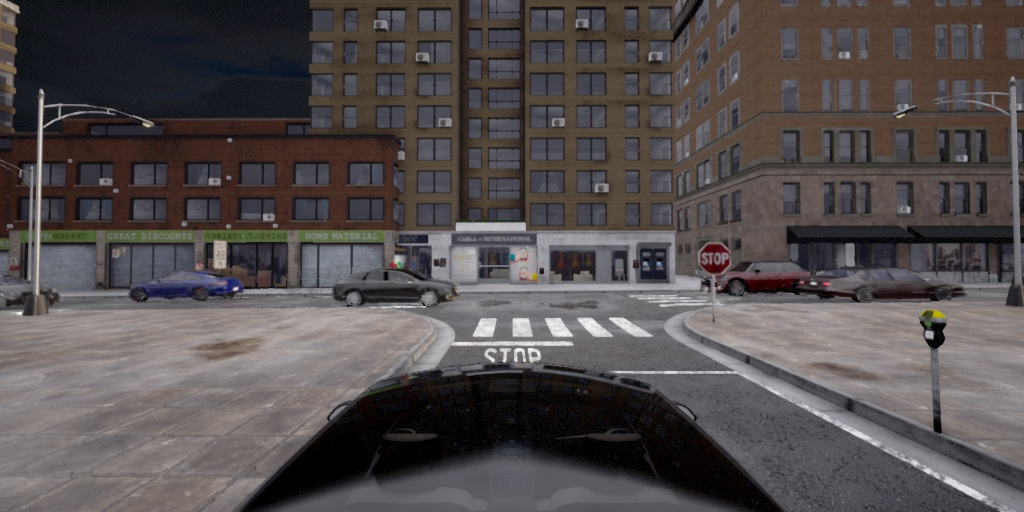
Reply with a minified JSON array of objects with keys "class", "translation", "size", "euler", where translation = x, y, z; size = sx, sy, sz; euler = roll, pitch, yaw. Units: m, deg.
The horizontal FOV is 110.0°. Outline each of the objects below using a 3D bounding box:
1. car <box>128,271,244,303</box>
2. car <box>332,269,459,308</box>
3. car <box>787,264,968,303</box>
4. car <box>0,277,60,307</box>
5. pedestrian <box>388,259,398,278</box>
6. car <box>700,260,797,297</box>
[{"class":"car","translation":[-15.789,1.470,17.523],"size":[4.674,1.442,1.812],"euler":[-1,-1,0]},{"class":"car","translation":[-4.617,1.266,14.525],"size":[4.892,1.490,1.837],"euler":[-1,-1,0]},{"class":"car","translation":[14.620,1.130,14.413],"size":[5.357,1.411,2.033],"euler":[0,-1,0]},{"class":"car","translation":[-21.383,1.528,14.621],"size":[4.181,1.385,1.994],"euler":[-1,-1,0]},{"class":"pedestrian","translation":[-6.793,1.037,20.402],"size":[0.375,1.860,0.375],"euler":[0,0,0]},{"class":"car","translation":[11.684,1.017,17.383],"size":[4.553,1.767,2.097],"euler":[-1,-1,0]}]
